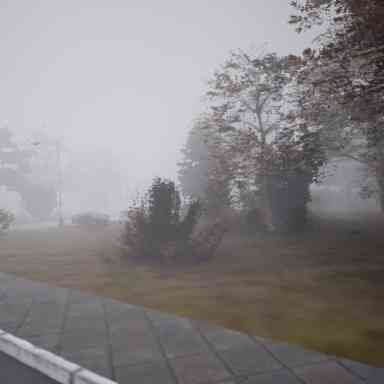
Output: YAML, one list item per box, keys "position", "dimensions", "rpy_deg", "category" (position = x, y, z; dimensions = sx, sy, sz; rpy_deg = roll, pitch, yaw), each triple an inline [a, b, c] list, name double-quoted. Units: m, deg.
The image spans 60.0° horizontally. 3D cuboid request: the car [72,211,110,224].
- position: [-10.923, 2.709, 36.141]
  dimensions: [1.994, 1.385, 4.181]
  rpy_deg: [-4, -3, 32]
  category: "car"
